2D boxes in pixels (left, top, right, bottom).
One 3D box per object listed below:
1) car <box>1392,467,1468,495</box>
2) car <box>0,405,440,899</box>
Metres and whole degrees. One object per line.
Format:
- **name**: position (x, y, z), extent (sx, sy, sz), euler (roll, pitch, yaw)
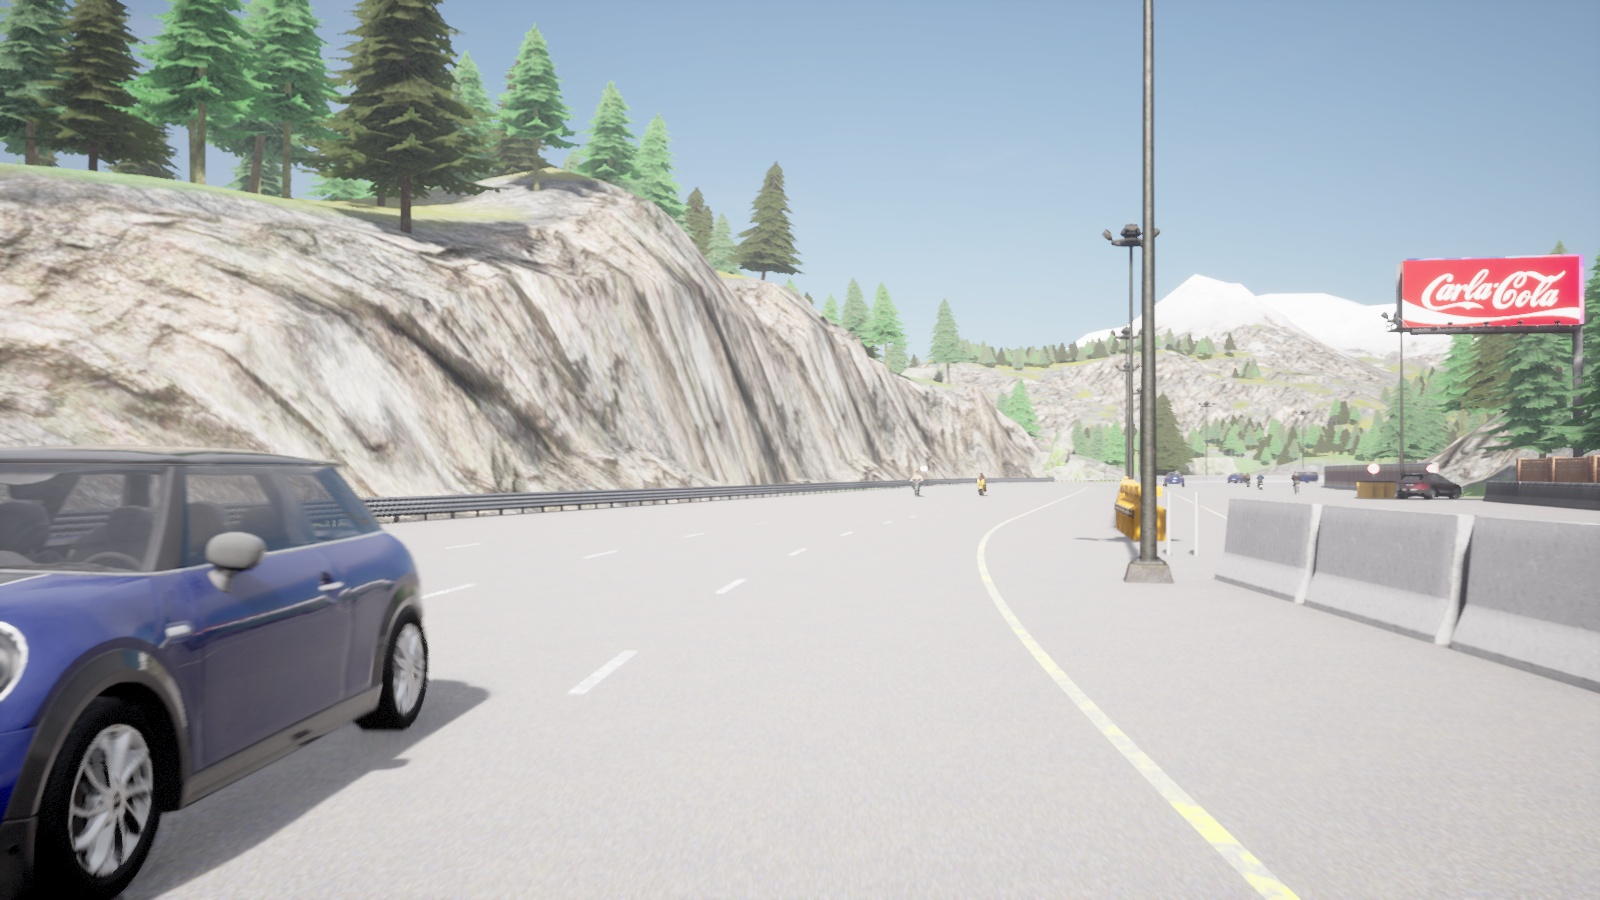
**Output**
- **car**: position (38.271, 1.879, 76.217), extent (4.856, 1.649, 2.033), euler (1, -2, -35)
- **car**: position (-3.423, 0.782, 5.750), extent (2.097, 1.767, 4.553), euler (0, -1, 2)
